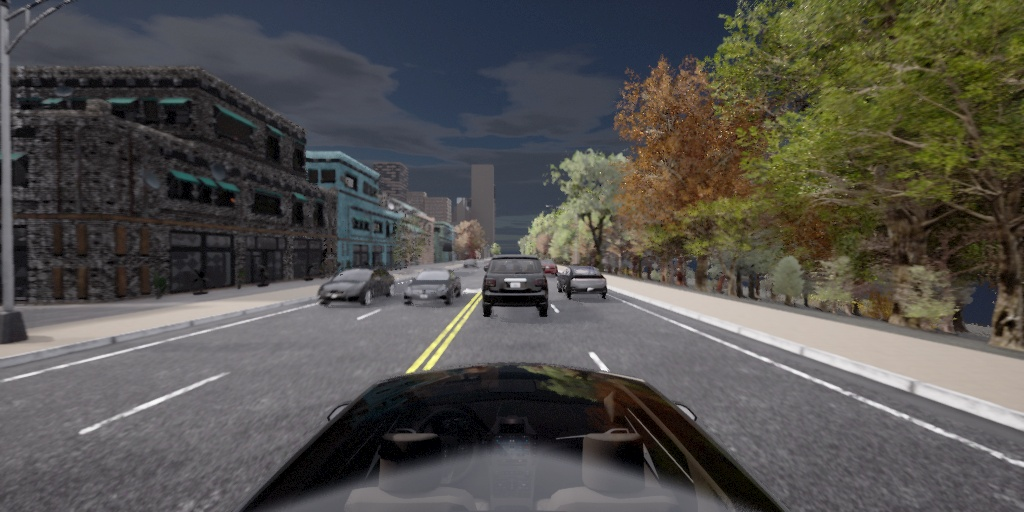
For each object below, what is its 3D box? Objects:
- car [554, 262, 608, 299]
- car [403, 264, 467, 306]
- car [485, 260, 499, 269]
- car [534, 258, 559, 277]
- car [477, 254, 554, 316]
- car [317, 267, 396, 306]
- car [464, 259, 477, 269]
[{"bbox_3d":[3.356,1.235,17.822,2.128,1.511,4.902,0,0,0],"label":"car"},{"bbox_3d":[-3.332,1.270,15.830,1.812,1.442,4.674,0,0,0],"label":"car"},{"bbox_3d":[-3.283,1.288,58.397,1.994,1.385,4.181,0,0,0],"label":"car"},{"bbox_3d":[3.363,1.087,36.122,2.097,1.767,4.553,0,0,0],"label":"car"},{"bbox_3d":[0.106,0.967,13.434,2.150,2.045,5.566,0,0,0],"label":"car"},{"bbox_3d":[-6.594,1.249,15.740,1.837,1.490,4.892,0,0,0],"label":"car"},{"bbox_3d":[-6.539,1.231,56.795,1.837,1.490,4.892,0,0,0],"label":"car"}]
